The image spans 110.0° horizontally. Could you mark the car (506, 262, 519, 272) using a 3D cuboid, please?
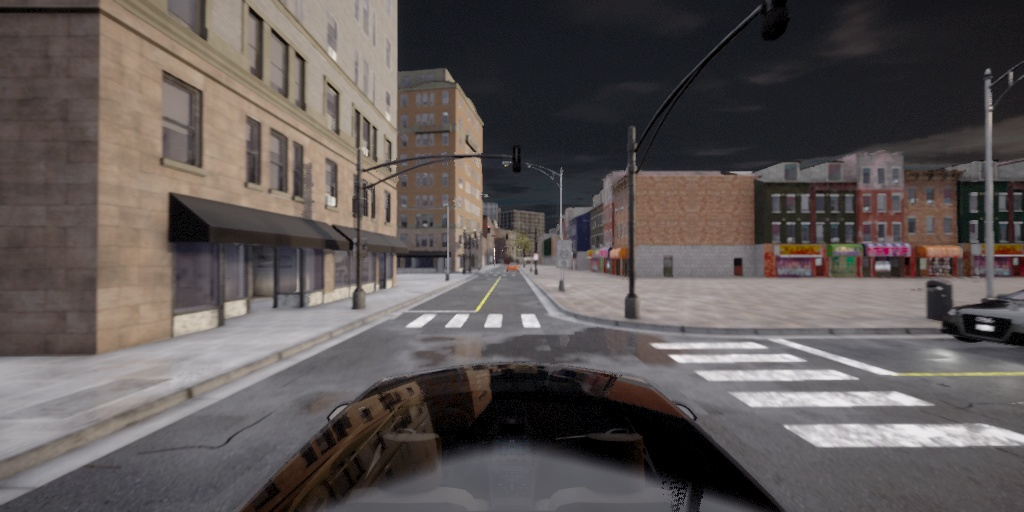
[{"bbox_3d":[0.105,1.855,63.258,2.097,1.767,4.553,0,-1,0],"label":"car"}]

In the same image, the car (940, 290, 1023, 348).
[{"bbox_3d":[12.046,1.334,7.639,4.181,1.385,1.994,0,0,0],"label":"car"}]
